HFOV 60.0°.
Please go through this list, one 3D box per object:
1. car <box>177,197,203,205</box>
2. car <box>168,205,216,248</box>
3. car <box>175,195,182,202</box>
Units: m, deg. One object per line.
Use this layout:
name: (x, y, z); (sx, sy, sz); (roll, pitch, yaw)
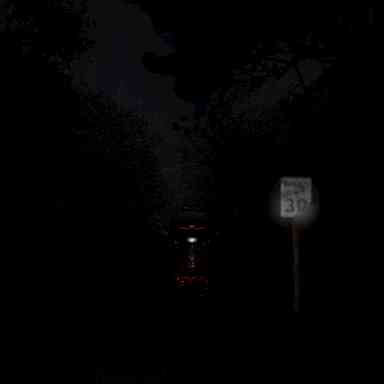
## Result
car: (-0.005, 1.499, 29.653); (2.128, 1.511, 4.902); (0, 0, 0)
car: (0.000, 1.517, 14.650); (1.837, 1.490, 4.892); (0, 0, 0)
car: (-2.974, 1.535, 76.712); (1.882, 1.535, 5.008); (0, -1, 0)
